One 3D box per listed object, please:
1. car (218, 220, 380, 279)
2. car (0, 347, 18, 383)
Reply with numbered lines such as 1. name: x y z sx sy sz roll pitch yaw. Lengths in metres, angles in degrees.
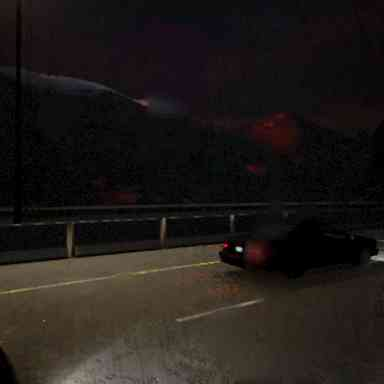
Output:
1. car: 3.359 1.554 10.029 5.357 1.411 2.033 0 0 -32
2. car: -3.548 1.535 1.232 5.357 1.411 2.033 0 0 -35
